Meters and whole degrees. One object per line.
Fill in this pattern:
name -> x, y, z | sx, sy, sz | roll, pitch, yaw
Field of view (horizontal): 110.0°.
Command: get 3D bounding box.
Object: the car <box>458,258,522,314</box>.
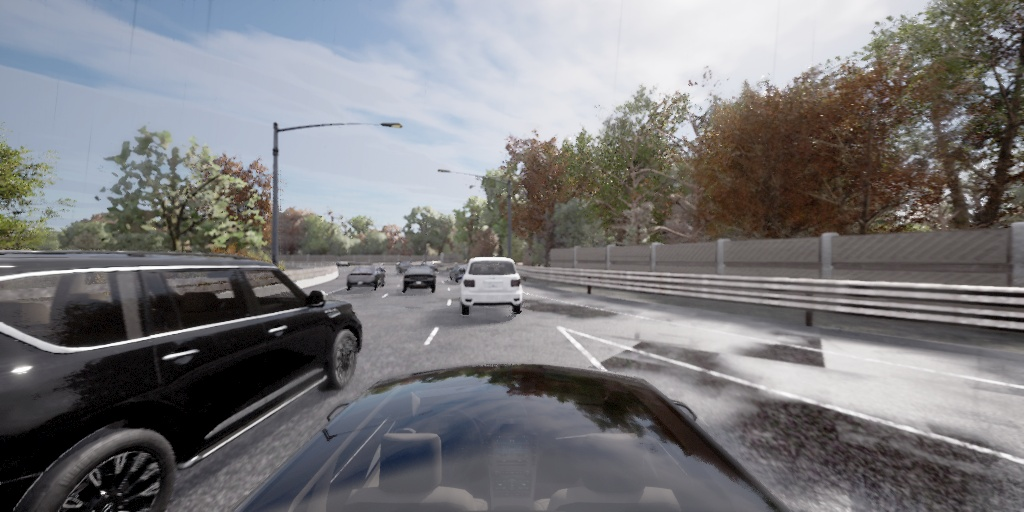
car -> -0.936, 1.089, 14.568 | 2.150, 2.045, 5.566 | 0, 0, -7

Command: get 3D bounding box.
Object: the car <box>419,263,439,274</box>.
car -> -11.807, 1.723, 50.720 | 1.812, 1.442, 4.674 | 0, -1, -25

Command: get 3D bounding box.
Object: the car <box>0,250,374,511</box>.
car -> -3.542, 0.992, 3.695 | 2.150, 2.045, 5.566 | 0, -1, -2

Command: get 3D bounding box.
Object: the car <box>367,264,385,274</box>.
car -> -18.825, 1.793, 49.458 | 1.895, 1.301, 4.718 | 0, -1, -26

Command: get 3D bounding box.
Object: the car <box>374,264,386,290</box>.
car -> -9.648, 1.448, 23.935 | 2.128, 1.511, 4.902 | 0, -1, -12

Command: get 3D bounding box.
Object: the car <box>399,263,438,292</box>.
car -> -5.896, 1.423, 23.099 | 1.882, 1.535, 5.008 | 0, -1, -12

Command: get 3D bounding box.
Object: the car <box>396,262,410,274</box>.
car -> -14.404, 1.669, 48.271 | 2.128, 1.511, 4.902 | 0, -1, -25

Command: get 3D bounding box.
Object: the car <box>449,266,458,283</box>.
car -> -4.359, 1.569, 31.696 | 2.033, 1.411, 5.357 | 0, -1, -17
